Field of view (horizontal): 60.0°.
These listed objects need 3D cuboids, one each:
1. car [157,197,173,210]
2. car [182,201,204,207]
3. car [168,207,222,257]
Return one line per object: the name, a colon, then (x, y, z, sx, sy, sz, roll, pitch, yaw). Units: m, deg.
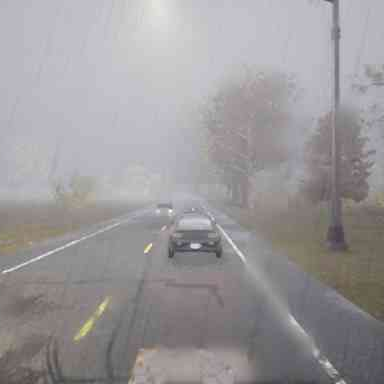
car: (-3.587, 1.483, 44.379, 1.882, 1.535, 5.008, 0, 0, 0)
car: (0.099, 1.557, 30.565, 2.033, 1.411, 5.357, 0, 0, 0)
car: (0.092, 1.535, 12.805, 1.812, 1.442, 4.674, 0, 0, 0)
